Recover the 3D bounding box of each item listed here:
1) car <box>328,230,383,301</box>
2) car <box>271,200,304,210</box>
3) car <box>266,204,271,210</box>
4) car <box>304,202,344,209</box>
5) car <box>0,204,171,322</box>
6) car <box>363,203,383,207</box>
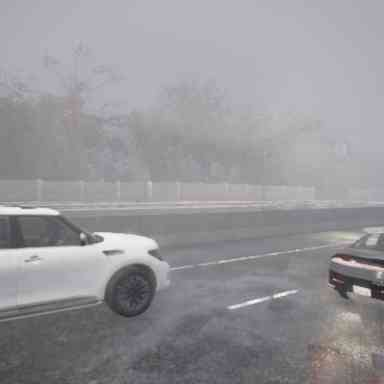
[{"bbox_3d":[4.984,1.564,7.300,4.902,1.511,2.128,1,0,-35],"label":"car"},{"bbox_3d":[11.984,1.835,38.328,5.357,1.411,2.033,1,0,-35],"label":"car"},{"bbox_3d":[11.561,1.783,42.313,5.008,1.535,1.882,1,0,-35],"label":"car"},{"bbox_3d":[14.560,1.819,35.862,4.674,1.442,1.812,1,0,-35],"label":"car"},{"bbox_3d":[-3.088,1.229,5.844,5.566,2.045,2.150,1,0,-35],"label":"car"},{"bbox_3d":[19.232,1.870,34.895,5.357,1.411,2.033,1,0,-35],"label":"car"}]
